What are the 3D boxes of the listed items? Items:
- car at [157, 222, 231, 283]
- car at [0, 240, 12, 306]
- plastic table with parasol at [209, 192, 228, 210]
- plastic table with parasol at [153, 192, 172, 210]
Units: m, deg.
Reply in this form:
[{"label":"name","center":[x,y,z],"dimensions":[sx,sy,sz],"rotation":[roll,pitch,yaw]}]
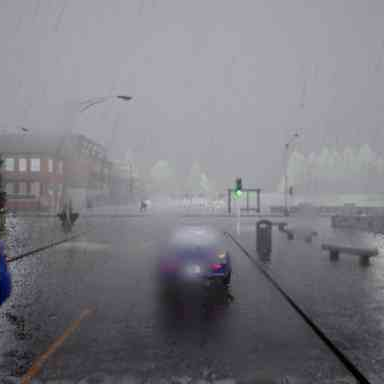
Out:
[{"label":"car","center":[0.066,1.596,9.757],"dimensions":[1.812,1.442,4.674],"rotation":[0,0,0]},{"label":"car","center":[-4.077,1.246,3.253],"dimensions":[2.150,2.045,5.566],"rotation":[0,0,0]},{"label":"plastic table with parasol","center":[3.621,1.262,46.705],"dimensions":[2.482,2.480,2.482],"rotation":[0,0,0]},{"label":"plastic table with parasol","center":[-4.198,1.267,47.462],"dimensions":[2.482,2.480,2.482],"rotation":[0,0,0]}]
